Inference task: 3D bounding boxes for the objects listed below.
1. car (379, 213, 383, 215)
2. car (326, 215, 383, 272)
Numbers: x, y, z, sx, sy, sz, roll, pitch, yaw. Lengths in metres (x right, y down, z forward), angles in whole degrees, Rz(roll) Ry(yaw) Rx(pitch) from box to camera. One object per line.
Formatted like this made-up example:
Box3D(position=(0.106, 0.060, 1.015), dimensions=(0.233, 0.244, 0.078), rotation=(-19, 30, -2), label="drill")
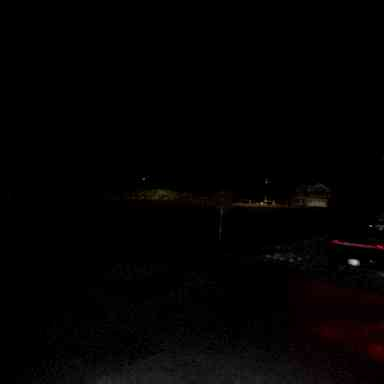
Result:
Box3D(position=(12.609, 2.021, 21.049), dimensions=(4.674, 1.442, 1.812), rotation=(3, -1, -44), label="car")
Box3D(position=(5.808, 1.643, 10.163), dimensions=(2.128, 1.511, 4.902), rotation=(2, -1, 44), label="car")
